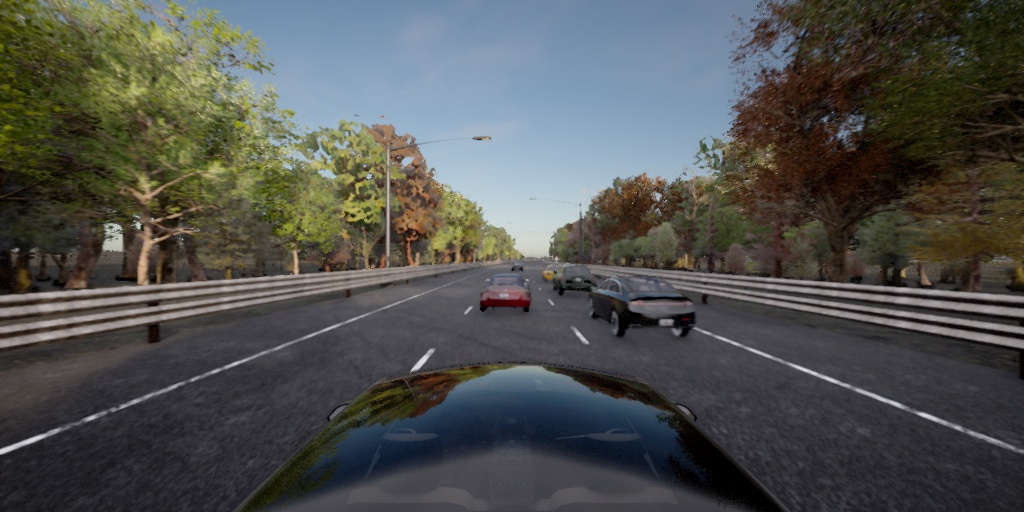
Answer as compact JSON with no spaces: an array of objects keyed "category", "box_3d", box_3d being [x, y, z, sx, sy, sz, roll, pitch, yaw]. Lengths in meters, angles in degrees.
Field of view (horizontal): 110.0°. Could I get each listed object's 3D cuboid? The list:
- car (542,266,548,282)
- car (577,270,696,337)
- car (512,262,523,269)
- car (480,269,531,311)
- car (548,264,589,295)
[{"category":"car","box_3d":[3.730,1.510,32.684,1.801,1.575,5.366,0,-1,1]},{"category":"car","box_3d":[3.519,1.331,10.585,2.128,1.511,4.902,0,-1,0]},{"category":"car","box_3d":[0.913,1.847,61.272,1.812,1.442,4.674,0,0,2]},{"category":"car","box_3d":[-0.209,1.447,15.284,1.994,1.385,4.181,0,0,2]},{"category":"car","box_3d":[3.594,1.298,21.511,2.097,1.767,4.553,0,-1,1]}]
